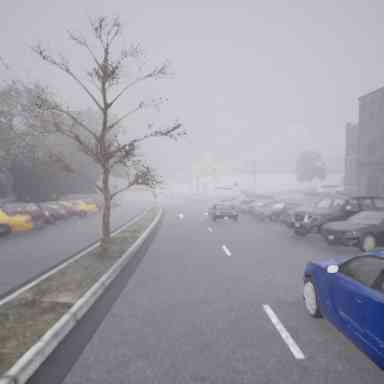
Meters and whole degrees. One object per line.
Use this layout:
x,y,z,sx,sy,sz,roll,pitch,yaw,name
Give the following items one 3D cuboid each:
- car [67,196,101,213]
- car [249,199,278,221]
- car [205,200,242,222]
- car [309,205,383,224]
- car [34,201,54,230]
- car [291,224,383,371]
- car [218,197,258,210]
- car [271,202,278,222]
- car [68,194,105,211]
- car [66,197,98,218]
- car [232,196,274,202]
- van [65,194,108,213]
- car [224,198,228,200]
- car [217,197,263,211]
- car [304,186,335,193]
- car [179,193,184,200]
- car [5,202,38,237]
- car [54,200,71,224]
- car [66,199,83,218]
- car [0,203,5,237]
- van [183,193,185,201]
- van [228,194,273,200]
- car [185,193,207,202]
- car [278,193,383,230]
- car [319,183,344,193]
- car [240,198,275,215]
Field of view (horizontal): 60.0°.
-11.779,1.507,31.687,5.366,1.575,1.946,-1,0,-24,car
7.092,1.502,25.573,4.674,1.452,2.002,1,0,-23,car
2.351,1.588,26.367,1.895,1.301,4.718,0,0,-3,car
7.575,1.470,13.497,5.008,1.535,2.097,1,0,-22,car
-10.918,1.381,19.946,4.553,1.767,2.185,-1,0,-22,car
3.049,1.474,4.335,1.882,1.535,5.008,0,0,-1,car
6.019,1.486,43.625,4.792,1.488,2.163,1,0,-25,car
7.361,1.506,19.542,4.674,1.452,2.002,1,0,-23,car
-11.788,1.381,34.728,4.553,1.767,2.185,-1,0,-24,car
-11.250,1.501,28.885,5.366,1.575,1.946,-1,0,-23,car
6.751,1.459,31.606,4.892,1.521,2.231,1,0,-24,car
-11.943,1.279,37.719,4.442,1.987,1.878,-1,0,-24,van
6.356,1.329,37.644,4.553,1.767,2.185,1,0,-25,car
5.920,1.447,40.565,5.366,1.575,1.946,1,0,-25,car
20.827,0.166,55.601,2.002,1.452,4.674,-7,4,-30,car
0.410,1.375,87.144,5.566,2.045,2.435,1,0,-30,car
-10.995,1.506,16.905,5.366,1.575,1.946,-1,0,-22,car
-11.081,1.547,22.894,4.674,1.452,2.002,-1,0,-23,car
-11.240,1.547,25.851,4.674,1.452,2.002,-1,0,-23,car
-10.753,1.382,14.010,4.553,1.767,2.185,-1,0,-22,car
0.840,1.406,84.136,4.442,1.987,1.878,0,0,-30,van
6.442,1.229,34.570,4.442,1.987,1.878,1,0,-24,van
1.398,1.513,81.211,4.553,1.767,2.185,0,0,-29,car
7.455,1.216,16.503,5.566,2.045,2.435,1,0,-22,car
23.781,-0.413,56.077,2.435,2.045,5.566,-7,4,-30,car
6.921,1.500,28.593,4.674,1.452,2.002,1,0,-24,car
